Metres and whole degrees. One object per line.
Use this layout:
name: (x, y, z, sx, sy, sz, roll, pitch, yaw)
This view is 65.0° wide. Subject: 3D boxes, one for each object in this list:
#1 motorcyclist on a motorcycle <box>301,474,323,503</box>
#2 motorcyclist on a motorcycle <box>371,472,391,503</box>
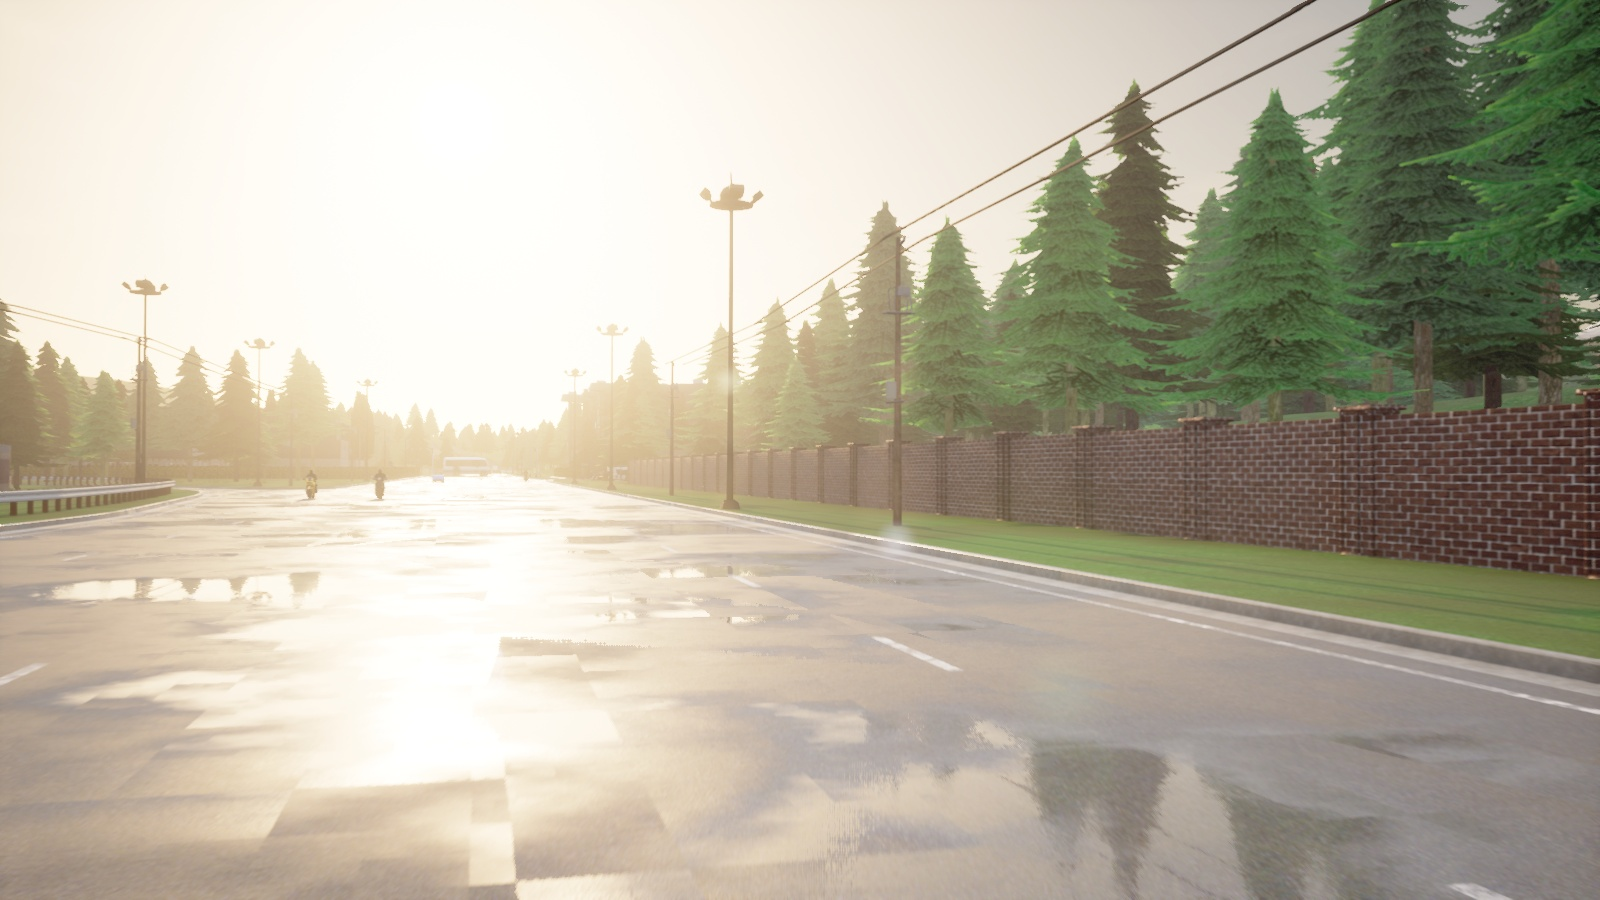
motorcyclist on a motorcycle: (-25.436, 1.995, 65.477, 0.797, 1.523, 2.044, 0, -1, -14)
motorcyclist on a motorcycle: (-21.738, 1.945, 65.127, 0.866, 1.590, 1.817, 0, -1, -14)
